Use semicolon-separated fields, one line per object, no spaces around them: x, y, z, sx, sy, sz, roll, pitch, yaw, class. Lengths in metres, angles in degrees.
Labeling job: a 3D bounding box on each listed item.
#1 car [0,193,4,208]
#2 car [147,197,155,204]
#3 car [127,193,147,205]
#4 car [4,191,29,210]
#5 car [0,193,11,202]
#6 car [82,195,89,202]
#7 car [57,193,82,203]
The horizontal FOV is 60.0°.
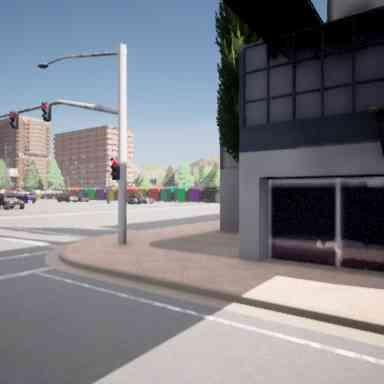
-23.010;1.116;36.412;4.605;1.855;1.932;0;0;35;car
-8.297;1.361;57.133;3.806;1.475;1.970;0;0;35;car
-9.980;1.121;54.777;3.866;1.878;1.905;0;0;35;car
-21.293;1.119;38.742;3.866;1.878;1.905;0;0;35;car
-39.787;1.123;69.064;4.605;1.855;1.932;0;0;35;car
-22.562;1.332;67.214;3.905;1.438;1.784;0;0;35;car
-24.288;1.121;64.888;4.605;1.855;1.932;0;0;35;car
